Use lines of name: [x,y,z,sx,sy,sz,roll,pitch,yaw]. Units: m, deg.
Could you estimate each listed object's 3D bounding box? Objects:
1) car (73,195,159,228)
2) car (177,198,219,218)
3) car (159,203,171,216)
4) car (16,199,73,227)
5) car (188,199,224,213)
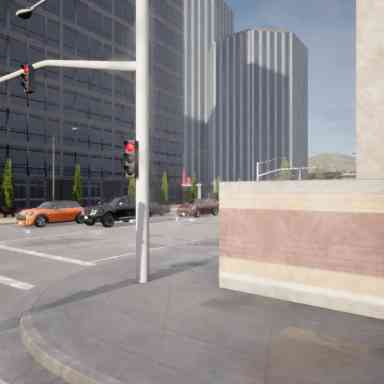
car: [-5.170,1.277,23.539,2.150,2.045,5.566,0,0,36]
car: [0.561,1.407,31.507,2.097,1.767,4.553,0,0,36]
car: [-4.198,1.603,30.887,2.033,1.411,5.357,0,0,36]
car: [-9.725,1.407,23.194,2.097,1.767,4.553,0,0,36]
car: [1.730,1.560,39.116,1.837,1.490,4.892,0,0,36]
